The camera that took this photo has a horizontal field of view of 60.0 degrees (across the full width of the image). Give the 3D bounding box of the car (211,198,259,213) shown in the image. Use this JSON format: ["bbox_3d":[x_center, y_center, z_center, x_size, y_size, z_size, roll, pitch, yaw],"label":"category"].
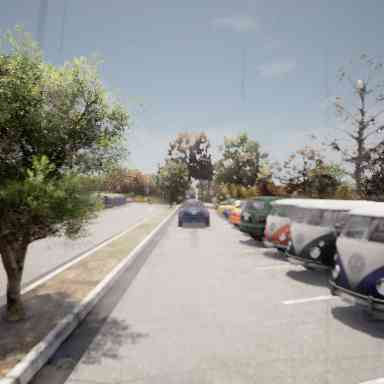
[{"bbox_3d":[4.892,1.540,37.858,4.892,1.521,2.231,1,0,-20],"label":"car"}]

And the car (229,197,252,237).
[{"bbox_3d":[4.871,1.257,15.369,5.566,2.045,2.435,1,0,-20],"label":"car"}]

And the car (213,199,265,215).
[{"bbox_3d":[4.872,1.536,34.463,4.892,1.521,2.231,1,0,-20],"label":"car"}]

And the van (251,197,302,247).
[{"bbox_3d":[4.732,1.276,12.339,4.442,1.987,1.878,1,0,-20],"label":"van"}]

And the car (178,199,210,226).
[{"bbox_3d":[0.125,1.386,23.628,2.097,1.767,4.553,0,0,0],"label":"car"}]

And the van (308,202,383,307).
[{"bbox_3d":[4.731,1.268,6.383,4.442,1.987,1.878,1,0,-20],"label":"van"}]

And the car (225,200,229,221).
[{"bbox_3d":[4.820,1.390,21.304,4.553,1.767,2.185,1,0,-20],"label":"car"}]

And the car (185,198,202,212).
[{"bbox_3d":[0.162,1.530,39.936,1.882,1.535,5.008,0,0,0],"label":"car"}]

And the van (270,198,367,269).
[{"bbox_3d":[4.732,1.272,9.361,4.442,1.987,1.878,1,0,-20],"label":"van"}]

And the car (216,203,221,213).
[{"bbox_3d":[4.837,1.555,27.664,4.792,1.488,2.163,1,0,-20],"label":"car"}]

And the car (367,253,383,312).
[{"bbox_3d":[4.658,1.486,3.384,5.366,1.575,1.946,1,0,-20],"label":"car"}]

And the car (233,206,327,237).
[{"bbox_3d":[4.848,1.552,18.331,4.674,1.452,2.002,1,0,-20],"label":"car"}]

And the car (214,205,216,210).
[{"bbox_3d":[5.042,1.530,31.138,5.366,1.575,1.946,1,0,-20],"label":"car"}]

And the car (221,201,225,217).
[{"bbox_3d":[4.887,1.395,24.294,4.553,1.767,2.185,1,0,-20],"label":"car"}]
